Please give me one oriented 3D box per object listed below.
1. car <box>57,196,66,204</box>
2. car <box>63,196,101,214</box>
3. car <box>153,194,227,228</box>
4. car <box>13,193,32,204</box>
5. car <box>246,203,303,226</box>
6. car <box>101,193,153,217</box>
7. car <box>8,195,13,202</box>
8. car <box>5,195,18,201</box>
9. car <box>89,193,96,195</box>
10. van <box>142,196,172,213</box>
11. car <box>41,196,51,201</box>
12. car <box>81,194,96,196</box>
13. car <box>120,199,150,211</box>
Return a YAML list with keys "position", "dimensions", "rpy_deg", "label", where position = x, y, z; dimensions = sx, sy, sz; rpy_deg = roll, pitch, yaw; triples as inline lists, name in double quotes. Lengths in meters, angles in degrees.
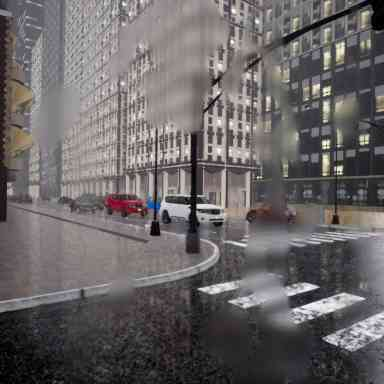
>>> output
- position: [-22.490, 1.484, 59.284]
  dimensions: [1.812, 1.442, 4.674]
  rpy_deg: [1, -1, -35]
  label: "car"
- position: [-10.862, 1.427, 32.920]
  dimensions: [2.008, 1.369, 4.403]
  rpy_deg: [1, -1, -35]
  label: "car"
- position: [-0.095, 1.170, 22.241]
  dimensions: [2.150, 2.045, 5.566]
  rpy_deg: [1, -1, -35]
  label: "car"
- position: [-30.482, 1.155, 60.554]
  dimensions: [2.192, 1.841, 5.009]
  rpy_deg: [1, -1, -35]
  label: "car"
- position: [5.784, 1.505, 23.956]
  dimensions: [1.967, 1.590, 4.097]
  rpy_deg: [1, -1, -35]
  label: "car"
- position: [-6.069, 1.155, 30.649]
  dimensions: [2.150, 2.045, 5.566]
  rpy_deg: [1, -1, -35]
  label: "car"
- position: [-37.027, 1.396, 69.762]
  dimensions: [1.947, 1.339, 4.313]
  rpy_deg: [1, -1, -35]
  label: "car"
- position: [-40.297, 1.377, 74.368]
  dimensions: [2.008, 1.369, 4.403]
  rpy_deg: [1, -1, -35]
  label: "car"
- position: [-14.411, 1.380, 53.123]
  dimensions: [2.097, 1.767, 4.553]
  rpy_deg: [1, -1, -35]
  label: "car"
- position: [-4.027, 1.382, 37.773]
  dimensions: [1.690, 1.788, 3.998]
  rpy_deg: [1, -1, -35]
  label: "van"
- position: [-36.738, 1.570, 83.824]
  dimensions: [1.802, 1.307, 4.206]
  rpy_deg: [1, -1, -35]
  label: "car"
- position: [-17.082, 1.445, 51.676]
  dimensions: [1.882, 1.535, 5.008]
  rpy_deg: [1, -1, -35]
  label: "car"
- position: [-7.301, 1.584, 42.376]
  dimensions: [2.008, 1.369, 4.403]
  rpy_deg: [1, -1, -35]
  label: "car"
